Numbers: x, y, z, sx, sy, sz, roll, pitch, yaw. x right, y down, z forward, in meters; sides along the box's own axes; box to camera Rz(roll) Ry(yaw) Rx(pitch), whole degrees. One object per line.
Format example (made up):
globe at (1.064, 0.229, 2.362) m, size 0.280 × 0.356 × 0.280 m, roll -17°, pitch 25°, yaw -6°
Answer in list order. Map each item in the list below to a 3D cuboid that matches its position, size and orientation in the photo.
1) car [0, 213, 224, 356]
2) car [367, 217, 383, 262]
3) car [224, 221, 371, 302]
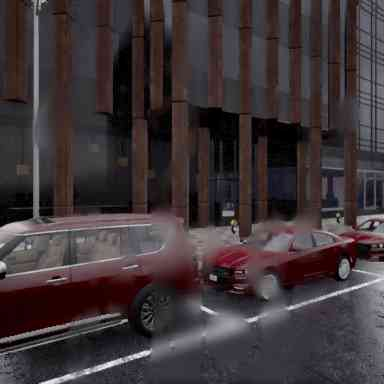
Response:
car at (-2.174, 1.315, 5.095) m, size 5.009 × 1.841 × 2.192 m, roll 0°, pitch 0°, yaw -35°
car at (6.723, 1.546, 11.416) m, size 4.507 × 1.381 × 1.887 m, roll 0°, pitch 0°, yaw -35°
car at (2.274, 1.545, 8.255) m, size 4.507 × 1.381 × 1.887 m, roll 0°, pitch 0°, yaw -35°
